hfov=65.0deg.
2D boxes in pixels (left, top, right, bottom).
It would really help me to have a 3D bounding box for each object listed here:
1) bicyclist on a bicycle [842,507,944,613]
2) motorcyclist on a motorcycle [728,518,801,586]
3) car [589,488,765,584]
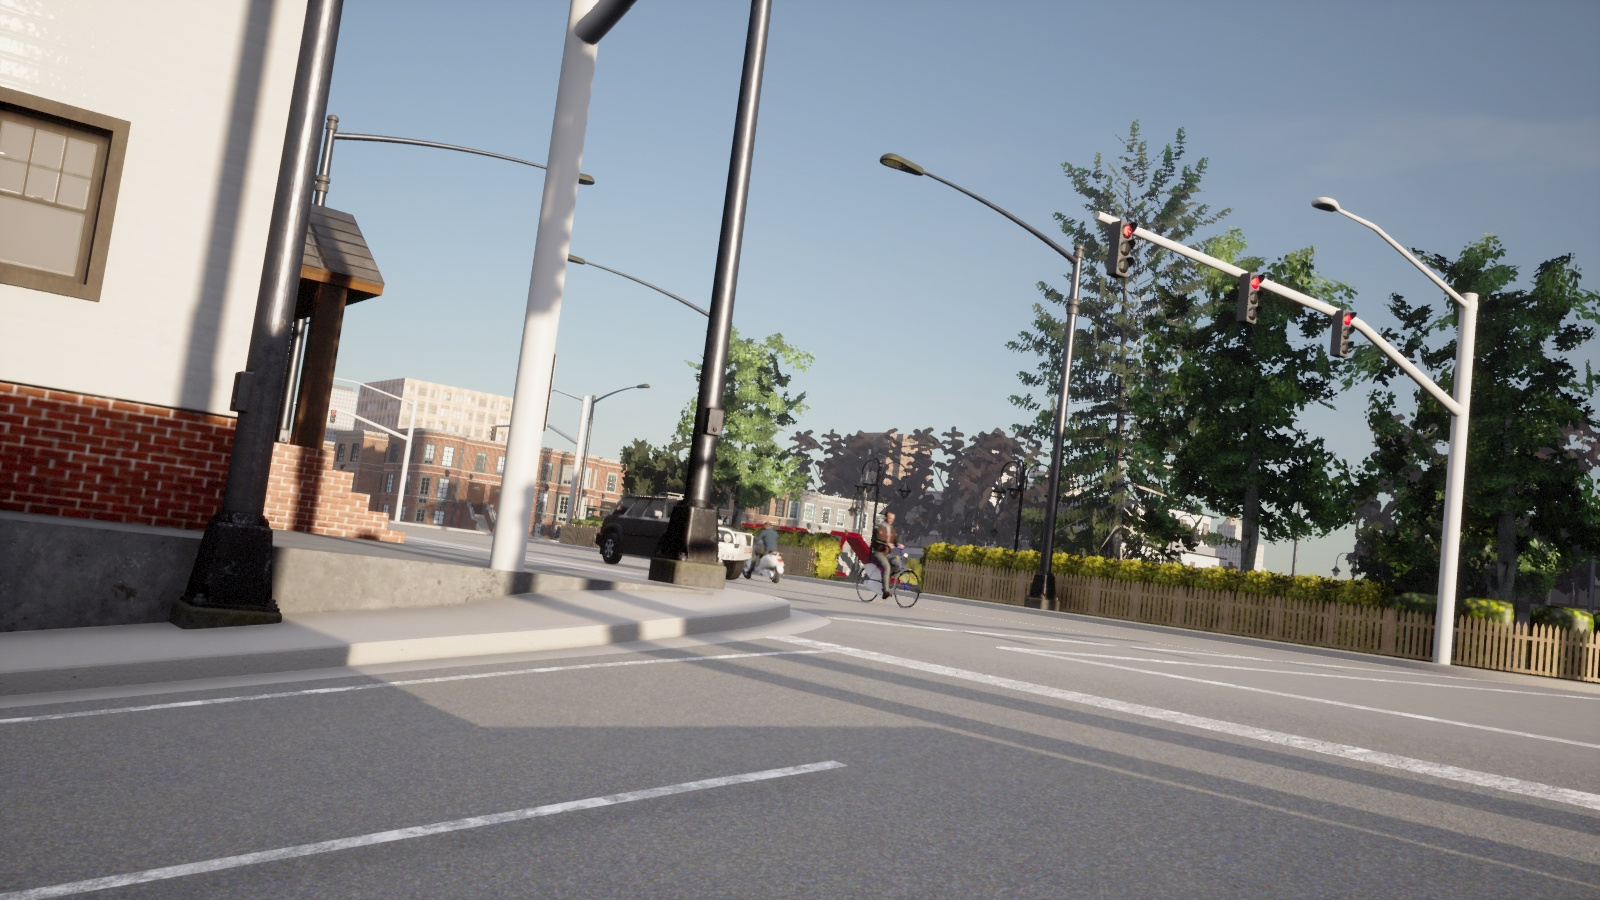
[{"bbox_3d":[1.705,2.013,23.302,0.659,1.776,1.843,10,-6,-35],"label":"bicyclist on a bicycle"},{"bbox_3d":[-0.949,2.663,32.996,0.866,1.590,1.817,10,-6,-35],"label":"motorcyclist on a motorcycle"},{"bbox_3d":[-3.024,2.003,29.972,1.932,1.855,4.605,10,-6,-35],"label":"car"}]
